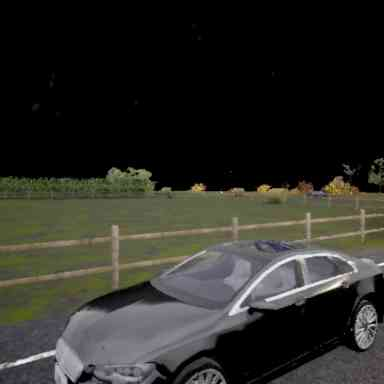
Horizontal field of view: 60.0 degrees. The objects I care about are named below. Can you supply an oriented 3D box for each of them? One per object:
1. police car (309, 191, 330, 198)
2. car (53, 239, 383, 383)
[{"bbox_3d":[30.581,0.505,79.900,1.930,1.638,5.238,1,0,-32],"label":"police car"},{"bbox_3d":[0.767,1.480,4.538,4.902,1.511,2.128,0,0,-36],"label":"car"}]
